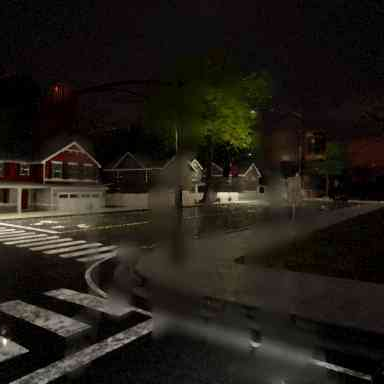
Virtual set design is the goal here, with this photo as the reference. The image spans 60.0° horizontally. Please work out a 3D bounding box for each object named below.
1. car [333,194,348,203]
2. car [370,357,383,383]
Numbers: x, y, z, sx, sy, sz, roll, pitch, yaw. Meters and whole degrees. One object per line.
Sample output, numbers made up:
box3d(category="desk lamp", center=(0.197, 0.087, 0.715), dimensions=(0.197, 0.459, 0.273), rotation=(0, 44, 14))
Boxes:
box3d(category="car", center=(28.010, 1.206, 62.723), dimensions=(2.128, 1.511, 4.902), rotation=(1, 0, 36))
box3d(category="car", center=(3.361, 1.506, 1.283), dimensions=(4.892, 1.490, 1.837), rotation=(0, 0, 35))
